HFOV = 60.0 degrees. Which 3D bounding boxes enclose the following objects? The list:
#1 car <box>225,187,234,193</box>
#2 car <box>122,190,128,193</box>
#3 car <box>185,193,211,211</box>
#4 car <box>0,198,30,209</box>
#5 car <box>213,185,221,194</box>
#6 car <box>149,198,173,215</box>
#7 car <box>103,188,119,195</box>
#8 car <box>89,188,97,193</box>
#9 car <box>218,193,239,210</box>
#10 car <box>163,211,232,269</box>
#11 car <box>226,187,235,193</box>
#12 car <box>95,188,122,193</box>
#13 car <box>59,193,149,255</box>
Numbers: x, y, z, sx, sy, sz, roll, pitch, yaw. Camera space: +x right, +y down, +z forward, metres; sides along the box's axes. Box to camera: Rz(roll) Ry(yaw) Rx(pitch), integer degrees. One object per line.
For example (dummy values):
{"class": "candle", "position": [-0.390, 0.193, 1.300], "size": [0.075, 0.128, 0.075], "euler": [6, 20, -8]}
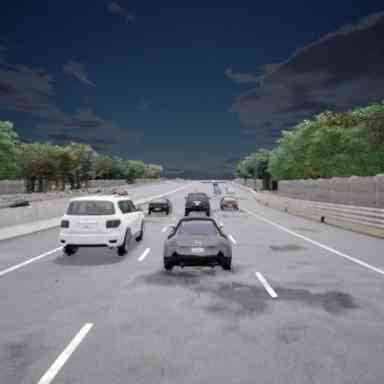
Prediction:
{"class": "car", "position": [10.567, -0.671, 94.026], "size": [2.033, 1.411, 5.357], "euler": [0, 3, 3]}
{"class": "car", "position": [-15.271, 0.267, 72.161], "size": [2.033, 1.411, 5.357], "euler": [0, 2, 3]}
{"class": "car", "position": [0.510, 1.055, 29.925], "size": [2.150, 2.045, 5.566], "euler": [0, 1, 1]}
{"class": "car", "position": [-17.141, 1.308, 31.308], "size": [2.128, 1.511, 4.902], "euler": [0, 1, 2]}
{"class": "car", "position": [6.681, -0.341, 87.619], "size": [2.033, 1.411, 5.357], "euler": [0, 2, 3]}
{"class": "car", "position": [-2.941, 1.286, 31.651], "size": [1.882, 1.535, 5.008], "euler": [0, 1, 2]}
{"class": "car", "position": [-18.521, -0.132, 76.483], "size": [2.033, 1.411, 5.357], "euler": [0, 2, 3]}
{"class": "car", "position": [-21.544, -0.169, 74.051], "size": [2.128, 1.511, 4.902], "euler": [0, 2, 0]}
{"class": "car", "position": [4.125, 1.212, 37.482], "size": [1.812, 1.442, 4.674], "euler": [0, 1, 2]}
{"class": "car", "position": [0.170, 1.534, 11.014], "size": [1.994, 1.385, 4.181], "euler": [0, 0, 1]}
{"class": "car", "position": [9.843, -0.268, 84.022], "size": [1.812, 1.442, 4.674], "euler": [0, 2, 5]}
{"class": "car", "position": [-12.893, 0.725, 51.638], "size": [2.097, 1.767, 4.553], "euler": [0, 2, 3]}
{"class": "car", "position": [-3.308, 1.181, 13.250], "size": [2.150, 2.045, 5.566], "euler": [0, 0, 1]}
